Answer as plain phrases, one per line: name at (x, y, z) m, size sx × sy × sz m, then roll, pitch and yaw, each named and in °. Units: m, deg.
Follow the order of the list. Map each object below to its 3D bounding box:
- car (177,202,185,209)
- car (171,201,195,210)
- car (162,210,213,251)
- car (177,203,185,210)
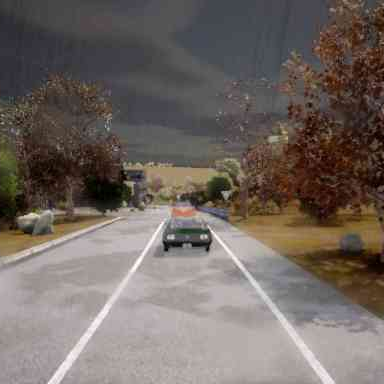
car at (-3.020, 3.687, 91.180) m, size 2.150 × 2.045 × 5.566 m, roll 0°, pitch -2°, yaw -2°
car at (-0.782, 1.581, 29.326) m, size 2.097 × 1.767 × 4.553 m, roll 0°, pitch -1°, yaw -2°
car at (-0.239, 1.688, 14.328) m, size 1.895 × 1.301 × 4.718 m, roll 0°, pitch 0°, yaw -2°
car at (-2.502, 3.379, 76.864) m, size 1.837 × 1.490 × 4.892 m, roll 0°, pitch -2°, yaw -2°
